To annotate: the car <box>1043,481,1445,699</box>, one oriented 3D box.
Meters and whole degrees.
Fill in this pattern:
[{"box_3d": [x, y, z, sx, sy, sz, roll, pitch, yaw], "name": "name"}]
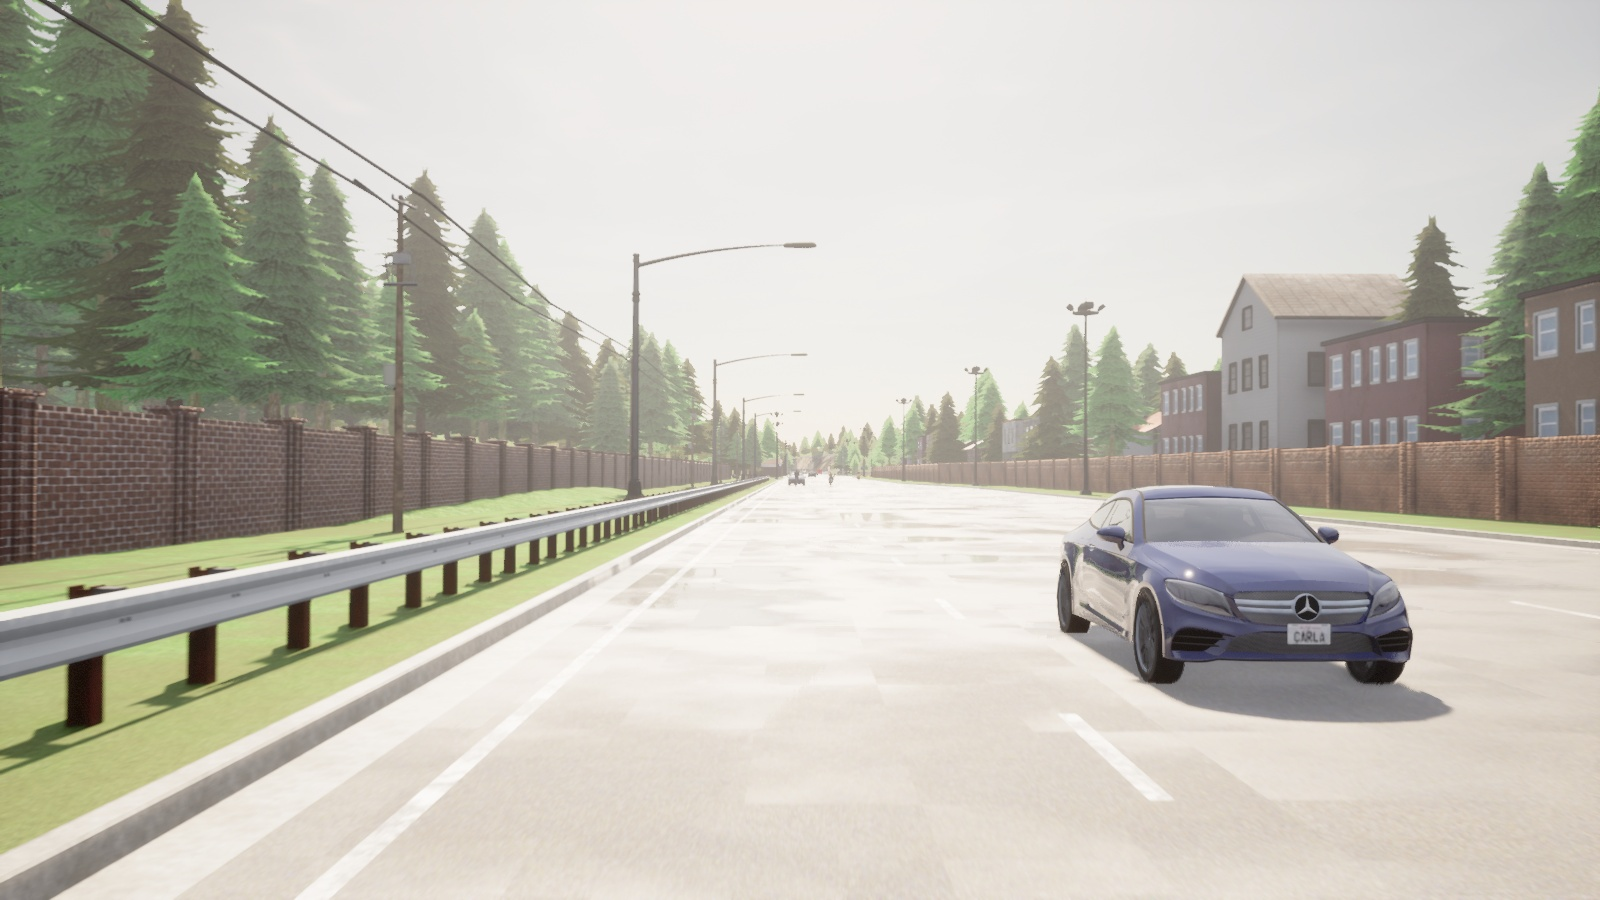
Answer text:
[{"box_3d": [3.473, 1.009, 10.892, 1.812, 1.442, 4.674, 0, -1, 0], "name": "car"}]
